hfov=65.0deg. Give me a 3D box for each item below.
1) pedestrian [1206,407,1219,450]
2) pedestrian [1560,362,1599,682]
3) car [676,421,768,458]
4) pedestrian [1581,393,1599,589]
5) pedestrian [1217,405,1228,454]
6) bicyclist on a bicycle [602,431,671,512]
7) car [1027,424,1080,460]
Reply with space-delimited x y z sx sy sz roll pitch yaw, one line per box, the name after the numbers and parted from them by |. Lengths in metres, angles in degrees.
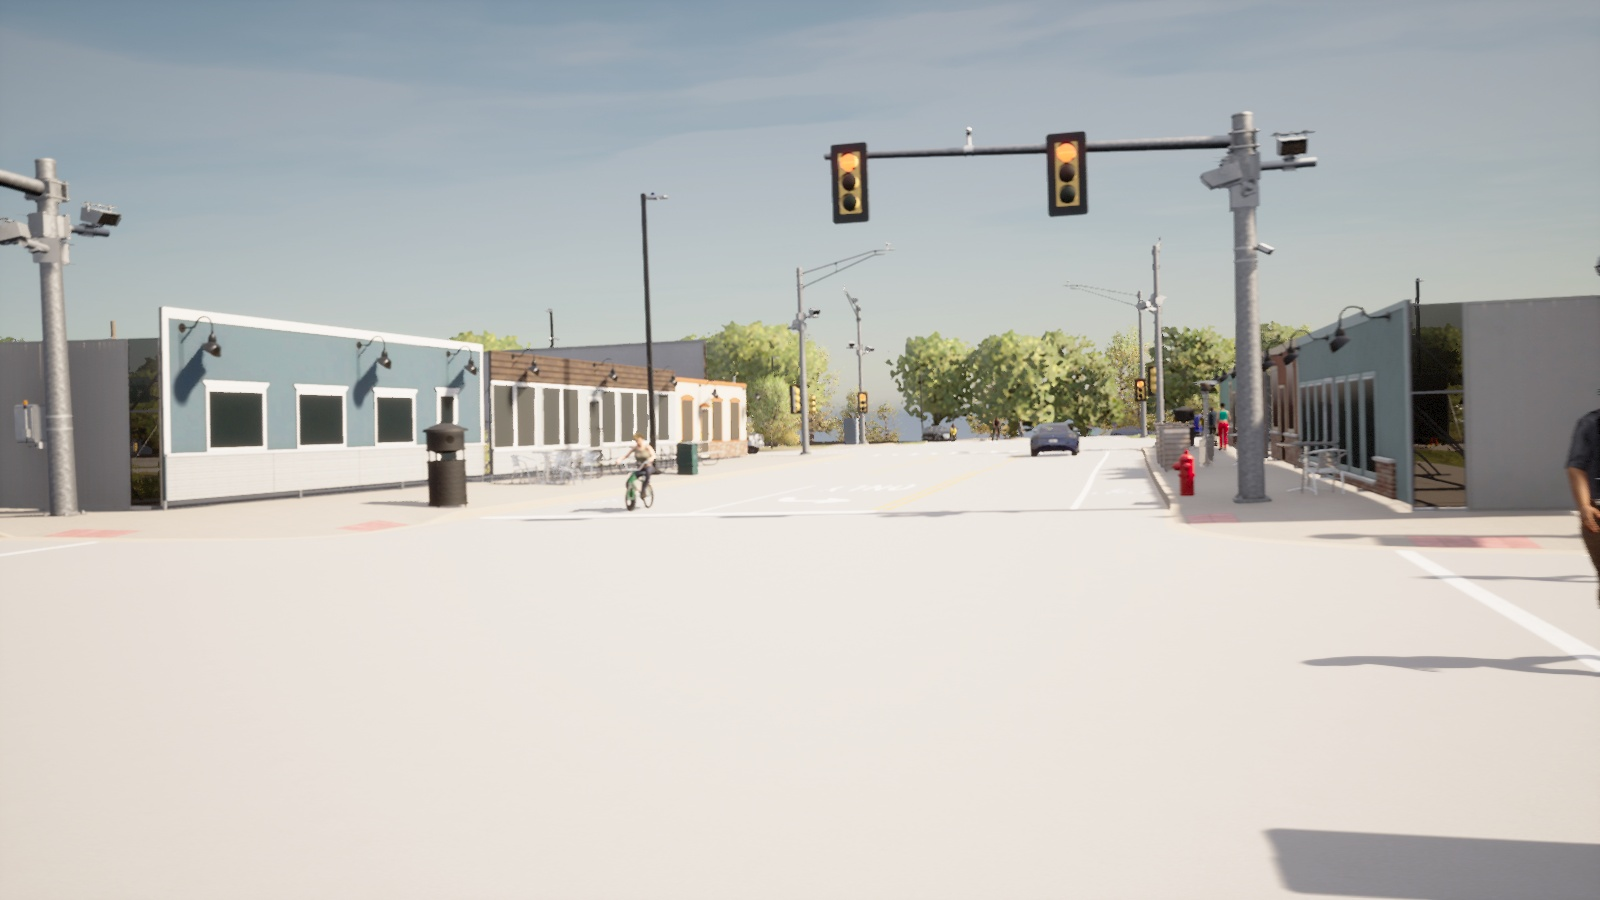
18.021 -0.949 54.825 0.402 1.842 0.726 -1 2 10 | pedestrian
4.931 0.400 7.487 0.540 1.848 0.694 -1 2 20 | pedestrian
-4.297 -0.568 69.383 4.605 1.855 1.932 -1 2 17 | car
7.814 0.373 12.050 0.431 1.840 0.703 -1 2 25 | pedestrian
16.003 -0.774 47.554 0.345 1.836 0.594 -1 2 16 | pedestrian
-3.381 0.429 26.059 0.866 1.612 1.509 -1 1 15 | bicyclist on a bicycle
10.818 -0.369 53.301 1.994 1.385 4.181 -1 1 14 | car
